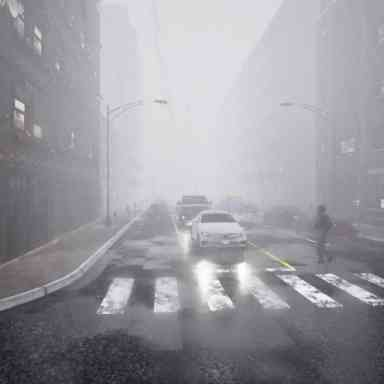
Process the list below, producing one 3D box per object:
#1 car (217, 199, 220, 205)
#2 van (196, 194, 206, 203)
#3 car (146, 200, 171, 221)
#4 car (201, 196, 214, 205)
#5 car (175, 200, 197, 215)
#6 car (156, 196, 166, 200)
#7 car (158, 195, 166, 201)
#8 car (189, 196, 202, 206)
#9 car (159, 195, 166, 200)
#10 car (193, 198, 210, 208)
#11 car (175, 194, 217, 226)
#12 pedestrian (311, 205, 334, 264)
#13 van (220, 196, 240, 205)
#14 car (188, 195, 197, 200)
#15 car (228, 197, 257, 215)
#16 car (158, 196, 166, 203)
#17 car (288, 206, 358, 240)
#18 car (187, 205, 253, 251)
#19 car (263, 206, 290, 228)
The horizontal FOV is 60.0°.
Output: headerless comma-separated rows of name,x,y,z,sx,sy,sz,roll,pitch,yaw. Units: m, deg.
car,4.253,1.563,44.145,1.947,1.339,4.313,0,0,-5
van,1.926,1.346,71.664,1.690,1.788,3.998,-1,0,-5
car,-2.704,1.560,26.940,1.947,1.339,4.313,0,0,-5
car,2.843,1.526,60.825,1.752,1.417,4.829,0,0,-5
car,-0.690,1.559,34.095,1.994,1.385,4.181,0,0,-5
car,-4.099,1.540,43.452,1.887,1.381,4.507,0,0,-5
car,-7.819,1.578,87.482,1.947,1.339,4.313,0,0,-5
car,0.509,1.504,57.707,1.837,1.490,4.892,0,0,-5
car,-8.284,1.560,92.986,1.887,1.381,4.507,0,0,-5
car,1.343,1.598,47.923,1.895,1.301,4.718,0,0,-5
car,0.137,1.216,24.091,2.150,2.045,5.566,0,0,-5
pedestrian,4.048,1.291,10.309,0.375,1.860,0.375,0,1,-5
van,4.717,1.337,38.641,1.690,1.788,3.998,0,0,-5
car,0.068,1.568,93.679,2.008,1.369,4.403,-1,0,-5
car,5.183,1.540,33.137,1.887,1.381,4.507,0,0,-5
car,-6.410,1.529,70.802,1.752,1.417,4.829,0,0,-5
car,6.579,1.578,16.626,1.802,1.307,4.206,0,0,-5
car,0.984,1.522,14.238,1.812,1.442,4.674,0,0,-5
car,6.114,1.562,22.130,1.947,1.339,4.313,0,0,-5
